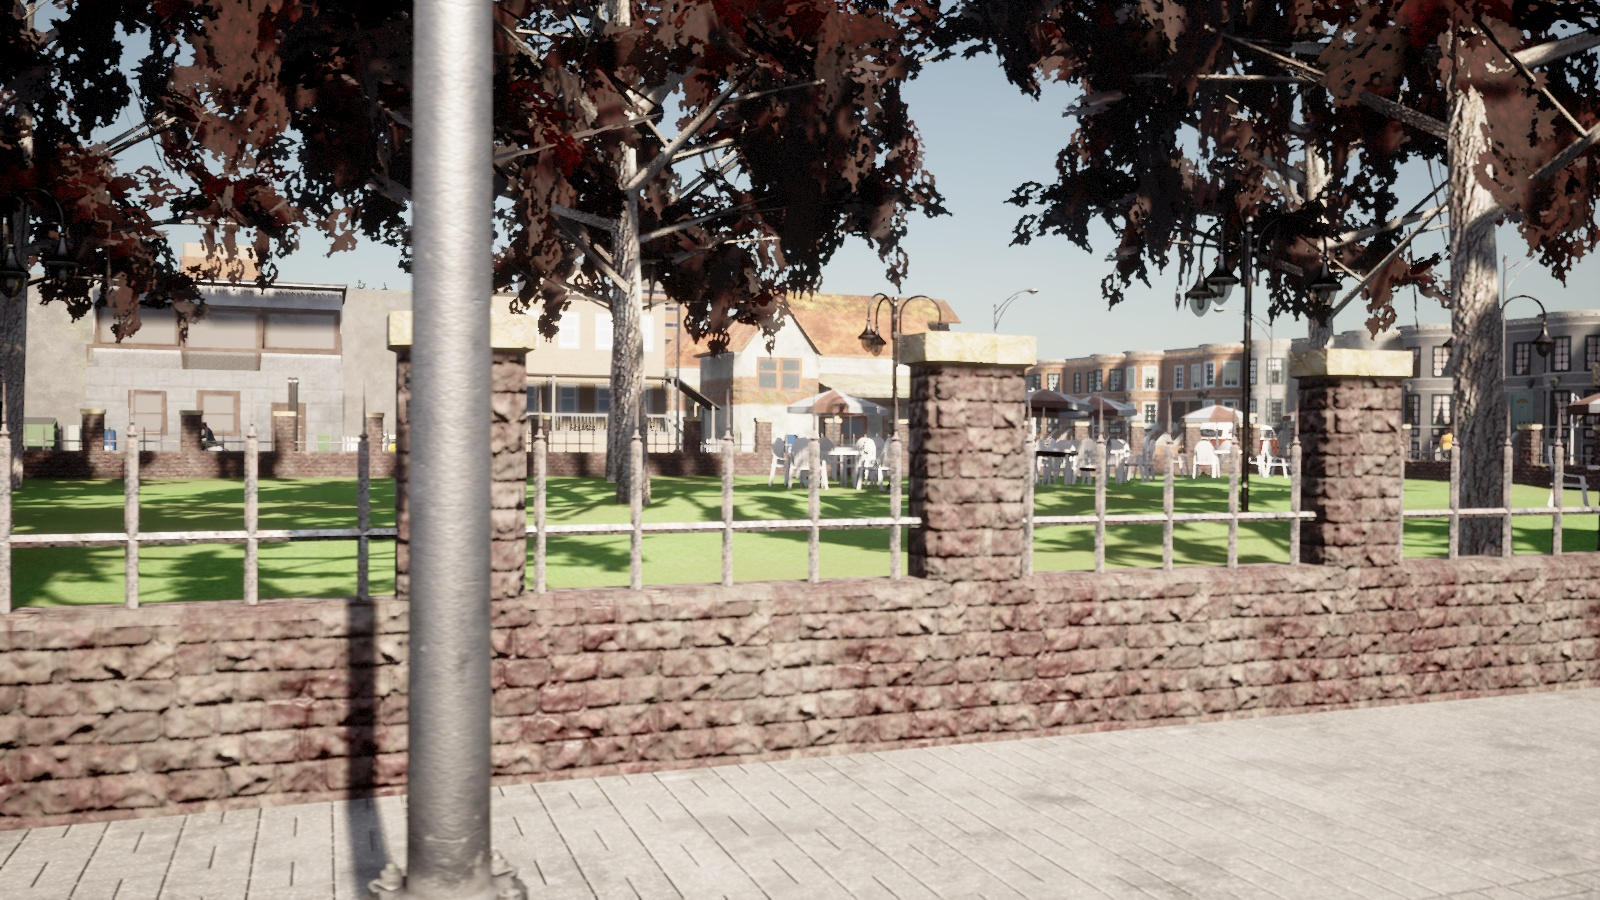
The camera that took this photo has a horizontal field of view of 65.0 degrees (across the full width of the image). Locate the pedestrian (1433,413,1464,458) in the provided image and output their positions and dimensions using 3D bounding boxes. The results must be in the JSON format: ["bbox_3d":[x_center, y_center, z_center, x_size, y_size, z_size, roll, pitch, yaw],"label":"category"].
[{"bbox_3d":[26.768,-0.596,51.867,0.900,1.855,0.874,-2,1,-42],"label":"pedestrian"}]

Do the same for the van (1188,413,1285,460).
[{"bbox_3d":[19.616,-0.653,56.378,4.480,2.038,2.069,-1,2,-39],"label":"van"}]
